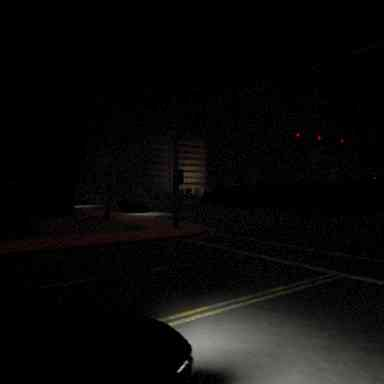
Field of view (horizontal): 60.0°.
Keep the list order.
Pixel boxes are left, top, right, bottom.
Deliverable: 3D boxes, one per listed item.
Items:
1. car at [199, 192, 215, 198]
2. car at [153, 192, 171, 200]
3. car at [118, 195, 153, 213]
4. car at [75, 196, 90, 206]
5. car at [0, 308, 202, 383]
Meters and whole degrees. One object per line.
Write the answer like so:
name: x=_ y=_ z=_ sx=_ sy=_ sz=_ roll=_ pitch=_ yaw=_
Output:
car: x=3.974 y=0.954 z=67.355 sx=3.866 sy=1.878 sz=1.905 roll=0 pitch=0 yaw=-34
car: x=-7.098 y=0.960 z=83.557 sx=3.866 sy=1.878 sz=1.905 roll=0 pitch=0 yaw=-34
car: x=-6.524 y=1.407 z=36.688 sx=1.882 sy=1.535 sz=5.008 roll=0 pitch=0 yaw=-33
car: x=-18.538 y=1.410 z=55.507 sx=1.882 sy=1.535 sz=5.008 roll=0 pitch=0 yaw=-32
car: x=-2.085 y=1.529 z=2.311 sx=4.674 sy=1.442 sz=1.812 roll=0 pitch=0 yaw=-35
